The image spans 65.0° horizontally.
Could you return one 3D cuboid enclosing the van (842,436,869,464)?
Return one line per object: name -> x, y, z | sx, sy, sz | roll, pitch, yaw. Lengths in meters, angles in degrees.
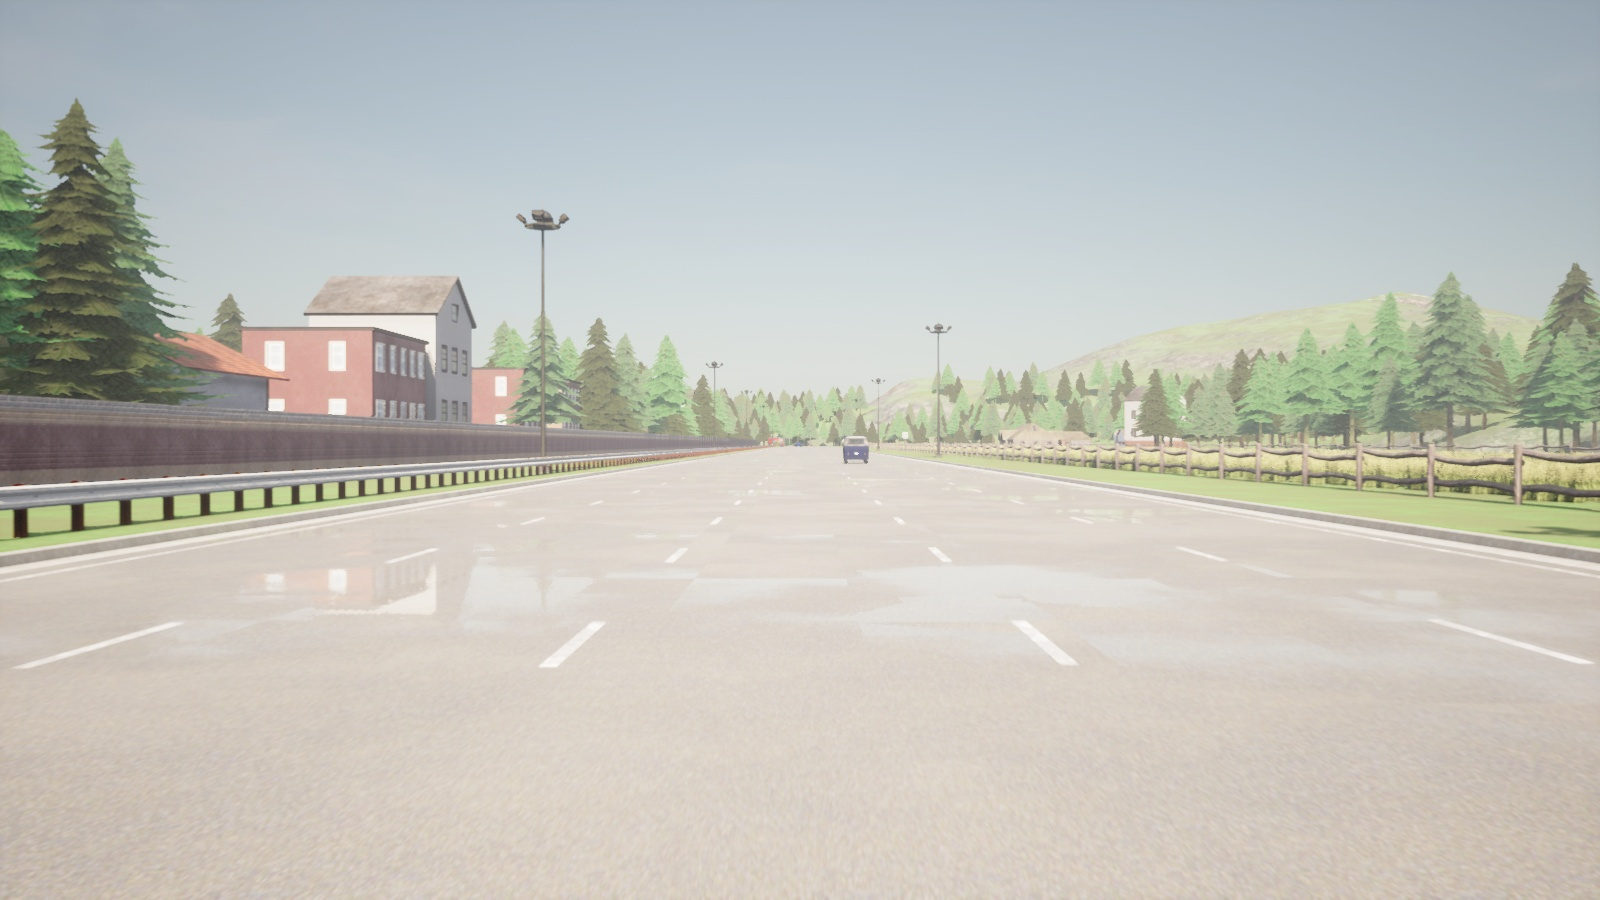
van -> 4.045, -0.015, 91.826 | 1.775, 1.987, 4.442 | 0, 0, 0
